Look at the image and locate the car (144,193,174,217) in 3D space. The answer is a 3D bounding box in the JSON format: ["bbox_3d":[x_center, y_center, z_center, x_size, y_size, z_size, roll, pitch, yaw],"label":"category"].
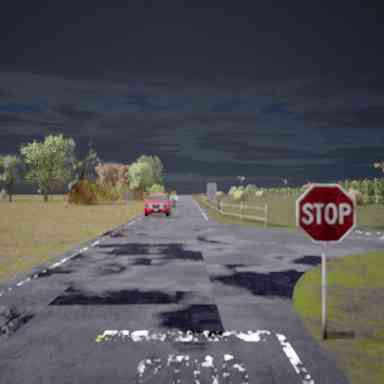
[{"bbox_3d":[-3.054,1.146,30.546,2.150,2.045,5.566,0,0,-1],"label":"car"}]

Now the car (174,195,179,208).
[{"bbox_3d":[-3.260,1.390,46.335,2.128,1.511,4.902,0,0,-1],"label":"car"}]
